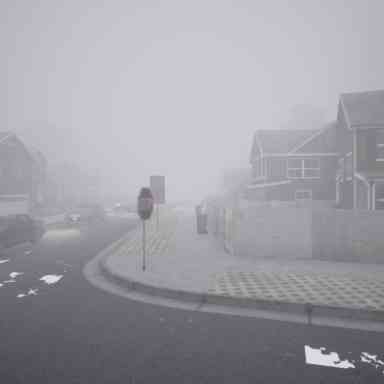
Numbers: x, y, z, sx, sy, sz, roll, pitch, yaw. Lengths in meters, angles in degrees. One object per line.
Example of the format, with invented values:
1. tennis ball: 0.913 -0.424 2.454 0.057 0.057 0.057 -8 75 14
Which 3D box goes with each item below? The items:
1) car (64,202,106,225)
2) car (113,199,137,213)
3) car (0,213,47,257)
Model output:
1. car: -7.689 1.501 24.356 2.128 1.511 4.902 -1 0 1
2. car: -7.359 1.518 36.937 1.812 1.442 4.674 -1 0 3
3. car: -7.568 1.569 13.104 2.033 1.411 5.357 -1 0 -2
